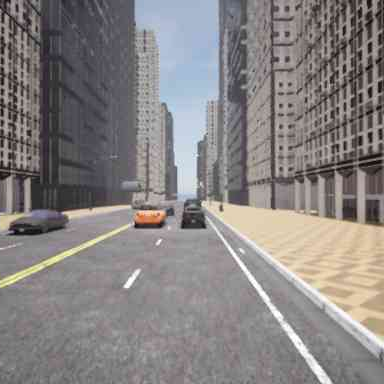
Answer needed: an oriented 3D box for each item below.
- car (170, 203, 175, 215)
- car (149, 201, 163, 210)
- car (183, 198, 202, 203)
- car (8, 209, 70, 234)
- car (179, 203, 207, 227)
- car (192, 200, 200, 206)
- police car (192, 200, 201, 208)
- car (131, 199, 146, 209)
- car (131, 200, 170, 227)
[{"bbox_3d":[-3.158,2.073,41.736,2.128,1.511,4.902,0,-1,0],"label":"car"},{"bbox_3d":[-6.514,2.368,60.855,2.128,1.511,4.902,0,-1,0],"label":"car"},{"bbox_3d":[0.093,1.808,42.004,2.150,2.045,5.566,0,0,0],"label":"car"},{"bbox_3d":[-9.805,1.839,21.847,2.033,1.411,5.357,0,-1,1],"label":"car"},{"bbox_3d":[0.102,1.847,25.603,1.837,1.490,4.892,0,-1,0],"label":"car"},{"bbox_3d":[0.980,2.797,87.629,1.882,1.535,5.008,0,-1,0],"label":"car"},{"bbox_3d":[0.979,2.475,71.741,1.930,1.638,5.238,0,-1,0],"label":"police car"},{"bbox_3d":[-9.764,2.227,60.890,2.097,1.767,4.553,0,-1,0],"label":"car"},{"bbox_3d":[-3.148,1.700,25.983,2.097,1.767,4.553,0,-1,0],"label":"car"}]
